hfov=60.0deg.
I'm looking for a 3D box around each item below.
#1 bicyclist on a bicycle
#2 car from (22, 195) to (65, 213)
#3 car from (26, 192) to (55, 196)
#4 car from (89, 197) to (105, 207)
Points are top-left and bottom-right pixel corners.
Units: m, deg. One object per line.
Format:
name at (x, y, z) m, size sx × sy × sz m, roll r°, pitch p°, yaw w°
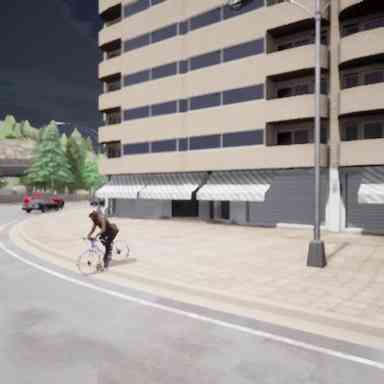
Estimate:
bicyclist on a bicycle at (-2.426, 1.312, 9.024) m, size 0.582 × 1.620 × 1.656 m, roll 0°, pitch 10°, yaw 41°
car at (-15.222, 1.359, 34.105) m, size 2.033 × 1.411 × 5.357 m, roll 0°, pitch 0°, yaw 3°
car at (-17.865, 0.995, 40.489) m, size 2.150 × 2.045 × 5.566 m, roll 0°, pitch 0°, yaw 14°
car at (-12.062, 1.383, 46.620) m, size 1.895 × 1.301 × 4.718 m, roll 0°, pitch 0°, yaw 27°
